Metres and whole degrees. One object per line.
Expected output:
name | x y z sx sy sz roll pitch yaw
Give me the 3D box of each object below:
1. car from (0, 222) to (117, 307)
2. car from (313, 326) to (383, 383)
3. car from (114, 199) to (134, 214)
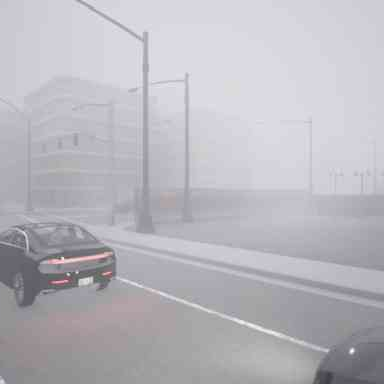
car | -3.682 1.493 8.119 2.128 1.511 4.902 0 0 -43
car | 3.130 1.505 1.629 4.892 1.490 1.837 0 0 38
car | -6.355 1.496 34.935 4.902 1.511 2.128 0 0 -44
